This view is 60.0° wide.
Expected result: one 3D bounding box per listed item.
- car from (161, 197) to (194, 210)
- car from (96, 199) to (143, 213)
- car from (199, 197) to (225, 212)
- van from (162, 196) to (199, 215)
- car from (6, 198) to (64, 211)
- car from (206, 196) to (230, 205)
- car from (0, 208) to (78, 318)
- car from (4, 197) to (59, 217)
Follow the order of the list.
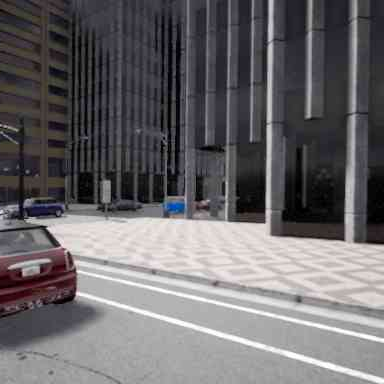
[{"bbox_3d":[-1.855,1.440,43.627,1.812,1.442,4.674,1,1,36],"label":"car"},{"bbox_3d":[-7.603,1.473,35.657,2.033,1.411,5.357,1,1,36],"label":"car"},{"bbox_3d":[1.844,1.584,38.735,1.802,1.307,4.206,1,1,36],"label":"car"},{"bbox_3d":[-1.338,1.350,34.320,1.690,1.788,3.998,1,1,36],"label":"van"},{"bbox_3d":[-13.191,1.289,27.835,2.097,1.767,4.553,1,1,35],"label":"car"},{"bbox_3d":[4.479,1.416,56.956,1.887,1.381,4.507,1,1,36],"label":"car"},{"bbox_3d":[-4.444,1.347,6.865,4.553,1.767,2.097,0,0,36],"label":"car"},{"bbox_3d":[-14.620,1.335,30.483,1.967,1.590,4.097,1,1,36],"label":"car"}]
